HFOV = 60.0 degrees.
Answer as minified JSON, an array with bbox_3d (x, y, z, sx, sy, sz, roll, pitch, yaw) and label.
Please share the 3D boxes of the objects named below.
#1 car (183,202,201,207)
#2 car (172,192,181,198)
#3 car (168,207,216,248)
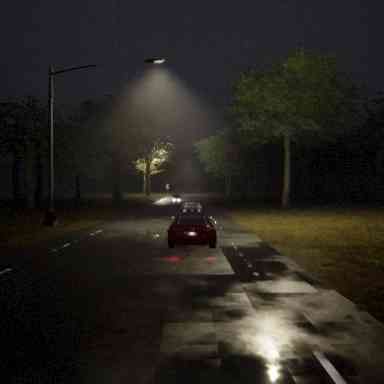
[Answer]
[{"bbox_3d":[0.000,1.575,29.682,1.895,1.301,4.718,0,0,0],"label":"car"},{"bbox_3d":[-3.500,0.696,76.729,2.128,1.511,4.902,0,2,0],"label":"car"},{"bbox_3d":[0.000,1.555,14.652,1.994,1.385,4.181,0,0,0],"label":"car"}]
